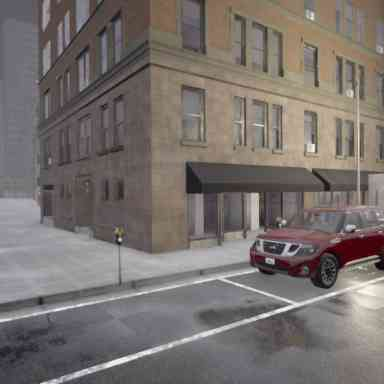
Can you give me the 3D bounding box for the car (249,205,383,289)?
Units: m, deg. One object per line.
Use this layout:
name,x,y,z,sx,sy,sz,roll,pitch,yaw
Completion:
car,3.887,1.313,9.328,5.009,1.841,2.192,0,-1,-36
